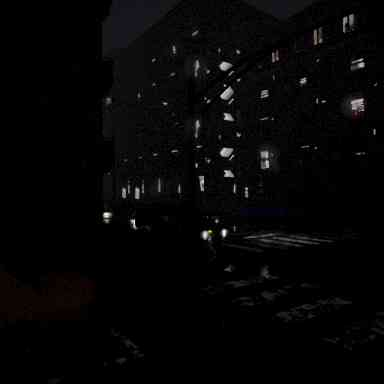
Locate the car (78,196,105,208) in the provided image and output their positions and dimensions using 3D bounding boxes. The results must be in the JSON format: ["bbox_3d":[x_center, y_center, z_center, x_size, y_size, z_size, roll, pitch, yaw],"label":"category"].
[{"bbox_3d":[-14.256,1.429,47.008,2.128,1.511,4.902,-1,0,-36],"label":"car"}]

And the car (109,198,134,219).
[{"bbox_3d":[-5.343,1.532,29.314,1.994,1.385,4.181,-1,0,-37],"label":"car"}]

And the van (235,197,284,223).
[{"bbox_3d":[4.982,1.280,24.930,1.690,1.788,3.998,0,0,-36],"label":"van"}]

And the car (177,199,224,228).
[{"bbox_3d":[0.050,1.473,21.866,2.128,1.511,4.902,-1,0,-36],"label":"car"}]

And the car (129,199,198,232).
[{"bbox_3d":[-1.818,1.441,20.033,1.967,1.590,4.097,0,0,-36],"label":"car"}]

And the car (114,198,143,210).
[{"bbox_3d":[-8.293,1.463,43.277,1.887,1.381,4.507,-1,0,-36],"label":"car"}]

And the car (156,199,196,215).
[{"bbox_3d":[-1.755,1.450,34.242,1.752,1.417,4.829,0,0,-36],"label":"car"}]

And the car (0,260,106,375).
[{"bbox_3d":[-3.549,1.525,4.036,4.829,1.417,1.752,0,0,-35],"label":"car"}]

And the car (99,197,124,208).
[{"bbox_3d":[-11.611,1.463,47.864,1.887,1.381,4.507,-1,0,-36],"label":"car"}]

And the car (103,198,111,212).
[{"bbox_3d":[-11.331,1.439,37.613,1.882,1.535,5.008,-1,0,-36],"label":"car"}]
